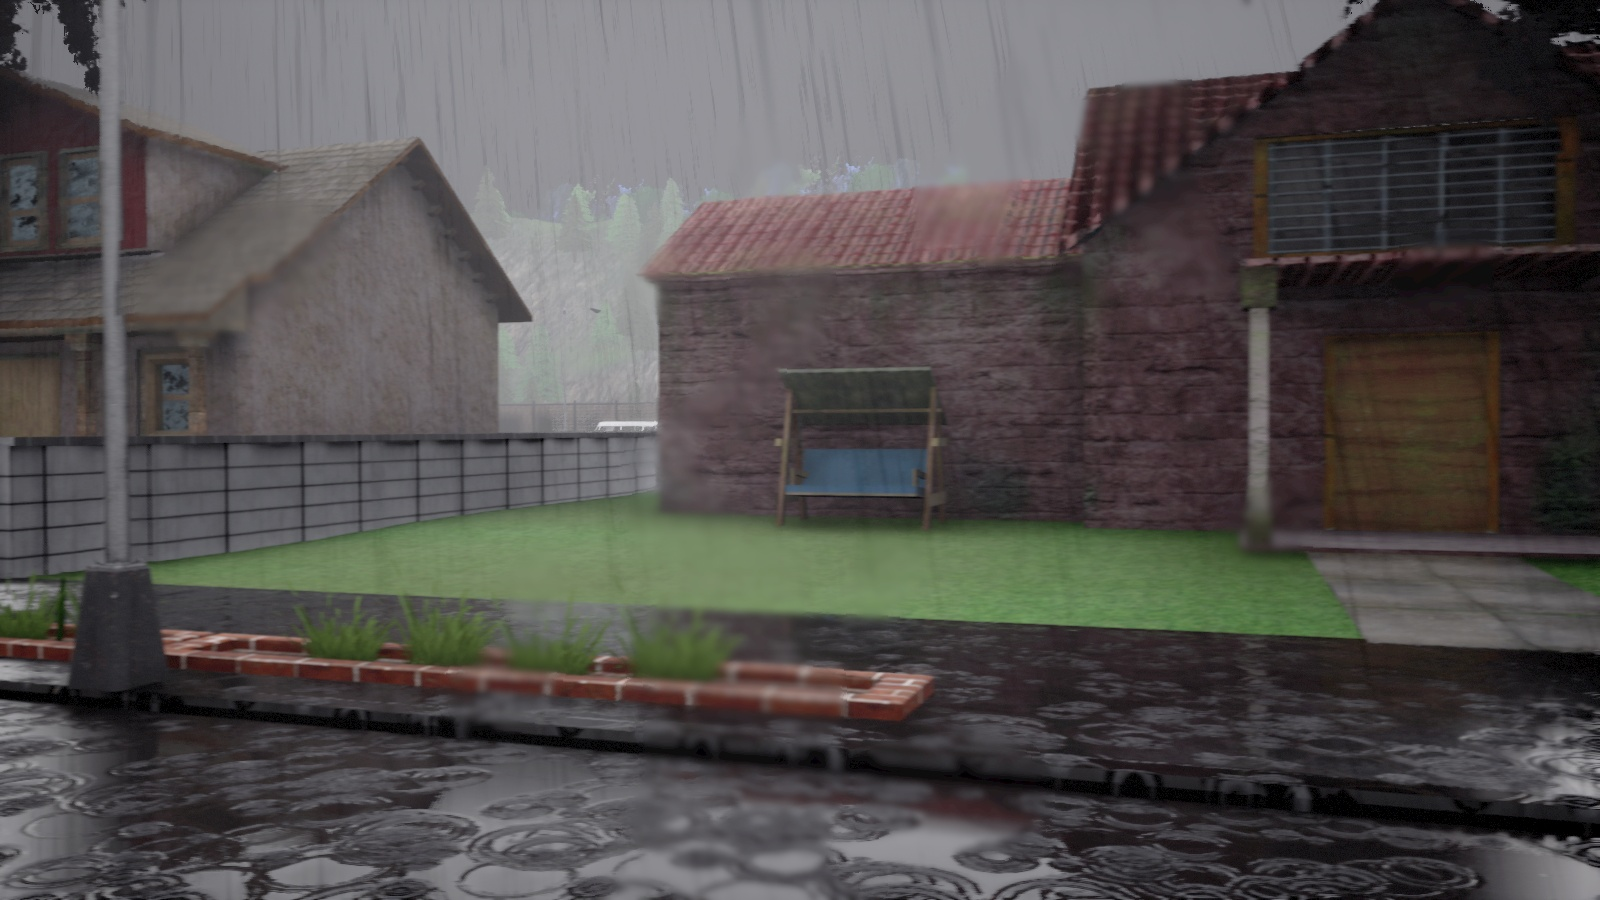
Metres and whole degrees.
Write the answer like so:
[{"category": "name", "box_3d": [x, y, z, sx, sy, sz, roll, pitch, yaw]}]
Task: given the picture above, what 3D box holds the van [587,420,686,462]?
[{"category": "van", "box_3d": [-8.172, -0.488, 62.916, 4.480, 2.038, 2.069, 1, 1, 19]}]
